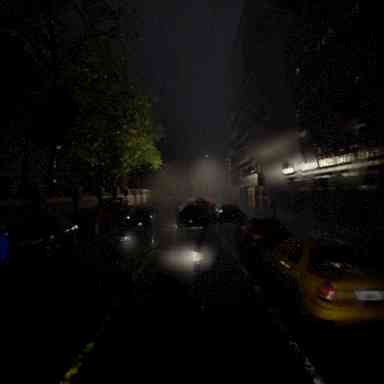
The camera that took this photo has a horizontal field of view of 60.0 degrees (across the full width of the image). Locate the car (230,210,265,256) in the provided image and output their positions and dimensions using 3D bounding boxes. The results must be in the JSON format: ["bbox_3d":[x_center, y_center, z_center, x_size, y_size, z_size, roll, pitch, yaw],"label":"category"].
[{"bbox_3d":[2.697,1.586,12.788,1.802,1.307,4.206,0,0,0],"label":"car"}]

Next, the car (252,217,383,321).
[{"bbox_3d":[2.694,1.527,7.327,1.752,1.417,4.829,0,0,0],"label":"car"}]

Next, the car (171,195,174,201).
[{"bbox_3d":[-5.651,1.623,74.725,2.008,1.369,4.403,0,0,0],"label":"car"}]

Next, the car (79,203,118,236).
[{"bbox_3d":[-5.681,1.552,18.422,1.887,1.381,4.507,0,0,0],"label":"car"}]

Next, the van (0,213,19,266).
[{"bbox_3d":[-5.686,1.343,7.160,1.690,1.788,3.998,0,0,0],"label":"van"}]

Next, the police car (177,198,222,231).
[{"bbox_3d":[0.455,1.434,21.108,1.930,1.638,5.238,0,0,12],"label":"police car"}]

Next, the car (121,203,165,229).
[{"bbox_3d":[-3.089,1.610,22.052,1.895,1.301,4.718,0,0,0],"label":"car"}]

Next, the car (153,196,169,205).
[{"bbox_3d":[-5.661,1.486,57.835,1.967,1.590,4.097,0,0,0],"label":"car"}]

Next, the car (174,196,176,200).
[{"bbox_3d":[-5.642,1.628,91.445,1.752,1.417,4.829,0,0,0],"label":"car"}]

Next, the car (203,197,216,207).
[{"bbox_3d":[2.718,1.582,52.200,1.887,1.381,4.507,0,0,0],"label":"car"}]

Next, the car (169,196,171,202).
[{"bbox_3d":[-5.658,1.495,63.463,1.967,1.590,4.097,0,0,0],"label":"car"}]

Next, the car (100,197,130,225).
[{"bbox_3d":[-5.678,1.326,24.054,2.192,1.841,5.009,0,0,0],"label":"car"}]

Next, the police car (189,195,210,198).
[{"bbox_3d":[0.920,1.445,36.921,1.930,1.638,5.238,0,0,0],"label":"police car"}]

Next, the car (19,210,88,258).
[{"bbox_3d":[-5.684,1.586,12.791,1.802,1.307,4.206,0,0,0],"label":"car"}]

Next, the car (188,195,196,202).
[{"bbox_3d":[0.042,1.412,76.430,1.882,1.535,5.008,0,0,0],"label":"car"}]

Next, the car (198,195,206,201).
[{"bbox_3d":[2.738,1.542,91.611,1.967,1.590,4.097,0,0,0],"label":"car"}]

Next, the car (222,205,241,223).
[{"bbox_3d":[2.702,1.576,24.050,1.947,1.339,4.313,0,0,0],"label":"car"}]

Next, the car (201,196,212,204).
[{"bbox_3d":[2.723,1.494,63.460,1.967,1.590,4.097,0,0,0],"label":"car"}]

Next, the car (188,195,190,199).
[{"bbox_3d":[0.030,1.589,55.324,2.033,1.411,5.357,0,0,0],"label":"car"}]

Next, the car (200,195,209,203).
[{"bbox_3d":[2.729,1.511,74.721,1.967,1.590,4.097,0,0,0],"label":"car"}]

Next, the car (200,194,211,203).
[{"bbox_3d":[2.725,1.378,69.090,2.192,1.841,5.009,0,0,0],"label":"car"}]
